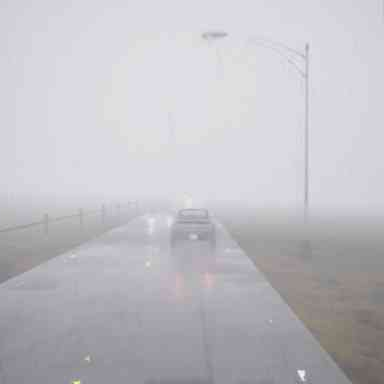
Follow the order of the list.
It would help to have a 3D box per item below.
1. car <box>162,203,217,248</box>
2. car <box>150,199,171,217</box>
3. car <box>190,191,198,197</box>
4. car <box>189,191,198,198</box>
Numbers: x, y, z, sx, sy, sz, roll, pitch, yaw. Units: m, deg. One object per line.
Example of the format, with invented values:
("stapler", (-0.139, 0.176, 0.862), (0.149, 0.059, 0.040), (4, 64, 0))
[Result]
("car", (0.065, 1.462, 14.768), (2.128, 1.511, 4.902), (0, 0, 0))
("car", (-2.607, 1.419, 30.374), (1.812, 1.442, 4.674), (0, 0, 0))
("car", (0.487, 0.496, 90.529), (2.128, 1.511, 4.902), (0, 1, 0))
("car", (0.414, 0.793, 80.523), (1.812, 1.442, 4.674), (0, 1, 0))
